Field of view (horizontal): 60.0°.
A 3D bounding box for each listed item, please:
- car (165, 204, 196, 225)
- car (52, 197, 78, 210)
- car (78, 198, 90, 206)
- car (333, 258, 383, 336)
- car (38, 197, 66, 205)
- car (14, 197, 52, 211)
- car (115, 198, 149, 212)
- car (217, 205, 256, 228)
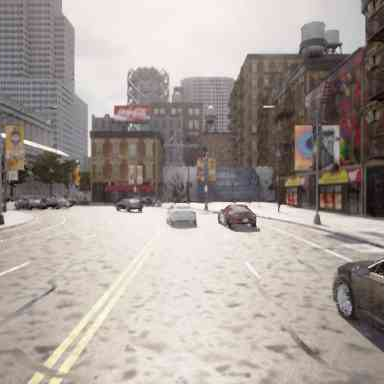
[{"bbox_3d":[-0.869,1.586,24.663,1.812,1.442,4.674,0,0,-10],"label":"car"},{"bbox_3d":[-18.426,1.605,45.841,4.902,1.511,2.128,0,0,37],"label":"car"},{"bbox_3d":[-20.464,1.739,59.018,4.718,1.301,1.895,0,0,30],"label":"car"},{"bbox_3d":[3.599,1.515,4.428,1.837,1.490,4.892,0,0,0],"label":"car"},{"bbox_3d":[-25.768,1.670,61.188,4.674,1.452,2.002,0,0,20],"label":"car"},{"bbox_3d":[-21.218,1.654,43.601,5.357,1.411,2.033,0,0,35],"label":"car"},{"bbox_3d":[-7.593,1.589,39.900,2.128,1.511,4.902,0,0,-36],"label":"car"},{"bbox_3d":[2.990,1.581,22.675,1.812,1.442,4.674,0,0,-7],"label":"car"}]
